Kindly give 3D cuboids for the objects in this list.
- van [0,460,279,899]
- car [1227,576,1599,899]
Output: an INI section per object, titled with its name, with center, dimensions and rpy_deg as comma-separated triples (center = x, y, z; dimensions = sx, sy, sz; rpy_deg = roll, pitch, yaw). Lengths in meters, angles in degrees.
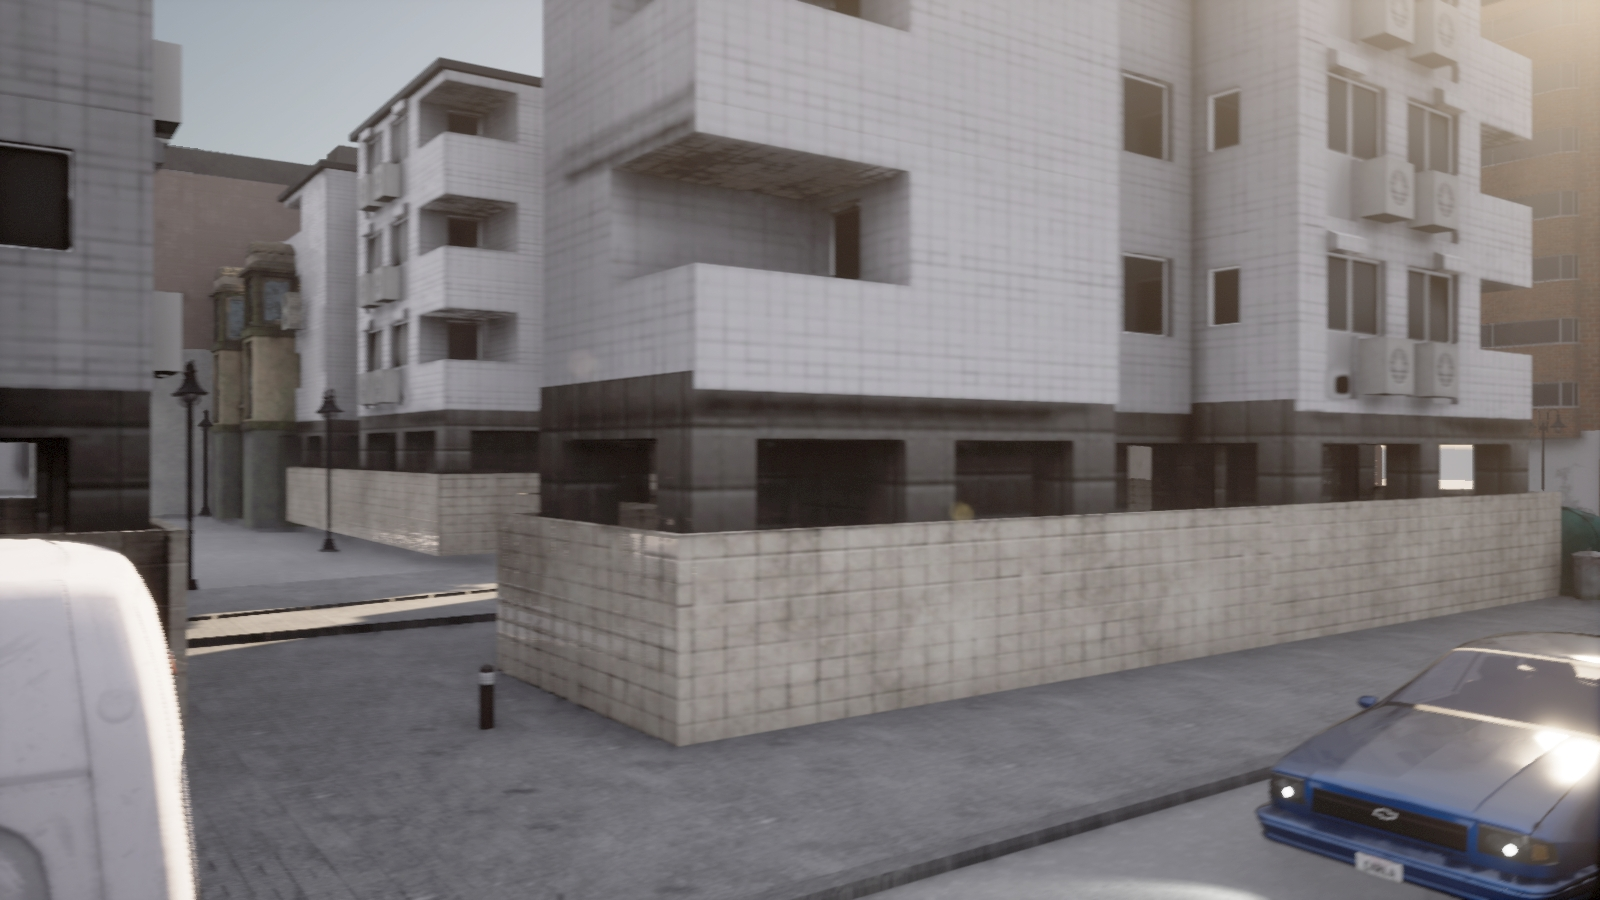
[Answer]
[van]
center = -4.066, 1.314, 1.461
dimensions = 5.915, 2.561, 1.988
rpy_deg = 0, 0, -36
[car]
center = 5.636, 1.894, 8.395
dimensions = 5.357, 1.411, 2.033
rpy_deg = 0, 0, -36
